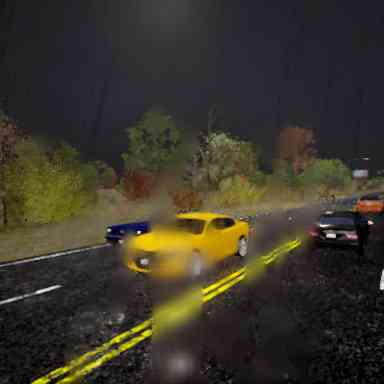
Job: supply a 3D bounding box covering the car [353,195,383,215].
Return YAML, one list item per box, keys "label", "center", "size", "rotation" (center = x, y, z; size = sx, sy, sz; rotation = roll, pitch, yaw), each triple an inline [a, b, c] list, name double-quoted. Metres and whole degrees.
- label: "car"
  center: [16.486, 1.100, 30.666]
  size: [2.097, 1.767, 4.553]
  rotation: [0, 1, 31]

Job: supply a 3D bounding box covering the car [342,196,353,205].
- label: "car"
  center: [22.577, 1.215, 47.160]
  size: [2.033, 1.411, 5.357]
  rotation: [0, 1, 31]

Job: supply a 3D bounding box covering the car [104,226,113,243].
- label: "car"
  center: [-1.391, 1.505, 13.957]
  size: [1.895, 1.301, 4.718]
  rotation: [0, 0, 31]

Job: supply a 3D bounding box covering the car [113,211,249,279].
- label: "car"
  center: [0.142, 1.405, 10.187]
  size: [1.882, 1.535, 5.008]
  rotation: [0, 0, 31]

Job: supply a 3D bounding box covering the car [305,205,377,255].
- label: "car"
  center: [5.812, 1.446, 12.943]
  size: [2.033, 1.411, 5.357]
  rotation: [0, 0, 31]
